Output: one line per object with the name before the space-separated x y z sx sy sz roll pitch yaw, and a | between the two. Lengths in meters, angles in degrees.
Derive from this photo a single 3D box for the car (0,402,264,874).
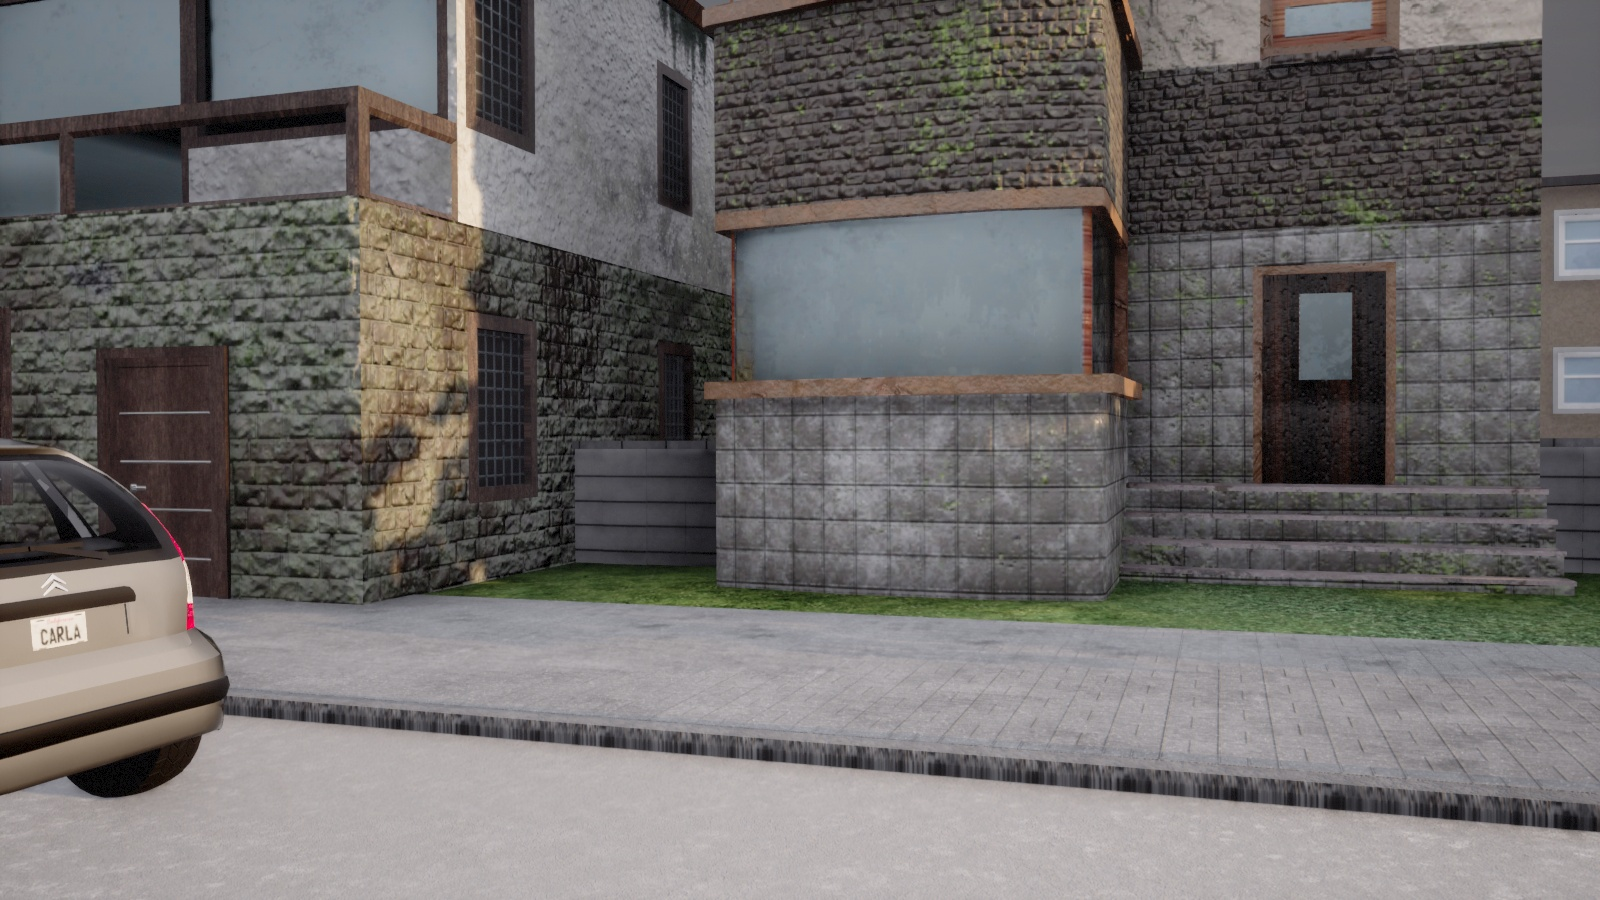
car | -4.527 0.624 5.240 3.988 1.617 1.851 1 1 19
